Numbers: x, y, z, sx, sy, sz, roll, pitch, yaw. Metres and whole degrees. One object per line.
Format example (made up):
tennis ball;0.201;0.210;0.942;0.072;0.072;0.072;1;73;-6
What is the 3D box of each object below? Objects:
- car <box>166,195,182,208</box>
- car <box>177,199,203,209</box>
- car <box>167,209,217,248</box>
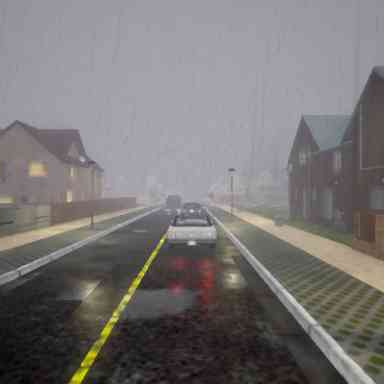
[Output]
car;-2.749;1.530;51.626;2.150;2.045;5.566;0;0;0
car;0.000;1.627;29.653;2.033;1.411;5.357;0;0;0
car;0.000;1.627;14.681;1.895;1.301;4.718;0;0;0
